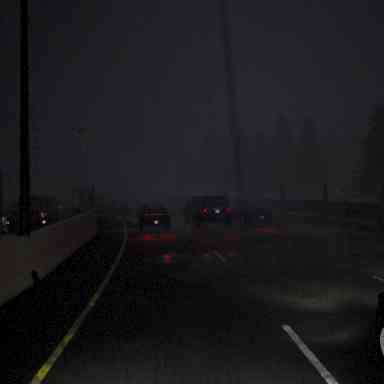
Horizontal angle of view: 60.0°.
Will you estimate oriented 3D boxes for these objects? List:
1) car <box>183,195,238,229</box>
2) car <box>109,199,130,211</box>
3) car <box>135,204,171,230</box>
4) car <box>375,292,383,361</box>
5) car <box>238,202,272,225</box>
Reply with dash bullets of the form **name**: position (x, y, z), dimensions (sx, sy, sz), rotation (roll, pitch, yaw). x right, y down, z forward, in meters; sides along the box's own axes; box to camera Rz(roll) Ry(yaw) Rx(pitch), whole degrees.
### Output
- **car**: position (0.914, 1.222, 22.063), dimensions (2.150, 2.045, 5.566), rotation (0, 0, -12)
- **car**: position (-8.994, 1.579, 41.132), dimensions (2.033, 1.411, 5.357), rotation (0, 0, -23)
- **car**: position (-2.543, 1.502, 21.342), dimensions (2.128, 1.511, 4.902), rotation (0, 0, -12)
- **car**: position (3.392, 1.468, 2.405), dimensions (1.882, 1.535, 5.008), rotation (0, 0, -1)
- **car**: position (4.009, 1.469, 24.090), dimensions (1.882, 1.535, 5.008), rotation (0, 0, -13)
